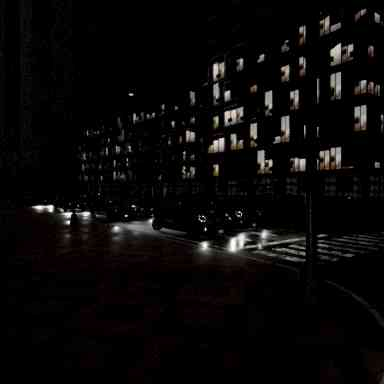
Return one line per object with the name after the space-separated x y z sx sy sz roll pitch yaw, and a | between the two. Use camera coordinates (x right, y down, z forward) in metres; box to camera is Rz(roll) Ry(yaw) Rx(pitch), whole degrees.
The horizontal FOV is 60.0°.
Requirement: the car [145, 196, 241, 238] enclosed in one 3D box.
-0.095 1.124 16.481 2.097 1.767 4.553 0 1 -38 | car

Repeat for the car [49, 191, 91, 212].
-11.399 0.943 30.807 1.837 1.490 4.892 0 1 -38 | car

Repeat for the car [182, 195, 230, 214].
1.186 1.094 30.885 1.812 1.442 4.674 0 1 -38 | car

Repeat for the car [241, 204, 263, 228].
1.891 1.104 19.212 2.097 1.767 4.553 0 1 -38 | car

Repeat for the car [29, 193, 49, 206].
-17.600 0.817 38.745 1.994 1.385 4.181 0 1 -37 | car

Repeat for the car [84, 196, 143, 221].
-5.673 1.208 23.539 1.895 1.301 4.718 0 1 -38 | car

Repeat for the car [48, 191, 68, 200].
-22.592 0.540 55.880 1.895 1.301 4.718 0 1 -38 | car

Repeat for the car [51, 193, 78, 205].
-16.331 0.812 42.405 1.895 1.301 4.718 0 1 -38 | car

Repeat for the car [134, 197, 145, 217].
-3.986 1.126 26.646 2.033 1.411 5.357 0 1 -38 | car
